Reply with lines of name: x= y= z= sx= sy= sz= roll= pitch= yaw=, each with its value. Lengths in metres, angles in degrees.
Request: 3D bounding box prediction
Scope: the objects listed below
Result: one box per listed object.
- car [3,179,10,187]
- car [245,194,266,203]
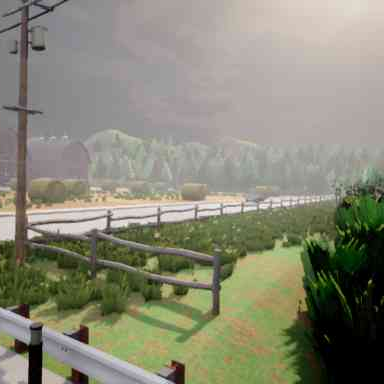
car: x=-45.063 y=-2.077 z=82.198 sx=1.905 sy=1.878 sz=3.866 roll=8 pitch=2 yaw=-14
car: x=9.992 y=0.990 z=52.075 sx=2.128 sy=1.511 sz=4.902 roll=3 pitch=2 yaw=32
